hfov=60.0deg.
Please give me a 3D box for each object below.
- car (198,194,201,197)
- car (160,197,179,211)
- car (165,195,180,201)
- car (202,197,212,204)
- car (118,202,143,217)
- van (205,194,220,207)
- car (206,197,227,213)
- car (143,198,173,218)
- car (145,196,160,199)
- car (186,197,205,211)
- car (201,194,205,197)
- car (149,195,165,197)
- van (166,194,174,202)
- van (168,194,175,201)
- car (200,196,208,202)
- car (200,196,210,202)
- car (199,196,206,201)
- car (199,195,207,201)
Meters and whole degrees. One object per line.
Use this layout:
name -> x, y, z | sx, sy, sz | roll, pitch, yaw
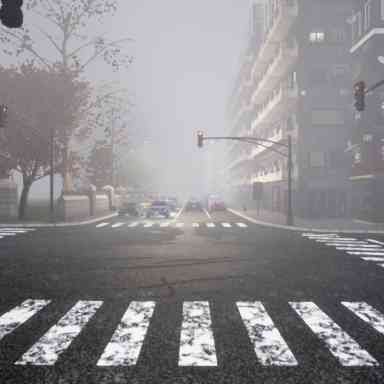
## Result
car -> 2.923, 1.384, 70.277 | 2.192, 1.841, 5.009 | 0, 0, 0
car -> -2.961, 1.624, 40.210 | 1.895, 1.301, 4.718 | 0, 0, 0
car -> -2.912, 1.541, 50.401 | 1.837, 1.490, 4.892 | 0, 0, 0
car -> 2.904, 1.604, 64.646 | 1.887, 1.381, 4.507 | 0, 0, 0
car -> -5.587, 1.580, 30.893 | 1.947, 1.339, 4.313 | 0, 0, 0
van -> 2.831, 1.367, 42.126 | 1.690, 1.788, 3.998 | 0, 0, 0
car -> 2.812, 1.564, 36.495 | 1.887, 1.381, 4.507 | 0, 0, 0
car -> -2.994, 1.540, 30.258 | 1.812, 1.442, 4.674 | 0, 0, 0
car -> -5.550, 1.551, 41.984 | 1.752, 1.417, 4.829 | 0, 0, 0
car -> 0.228, 1.588, 40.394 | 1.994, 1.385, 4.181 | 0, 0, 0
car -> 2.868, 1.481, 53.387 | 1.967, 1.590, 4.097 | 0, 0, 0
car -> -5.531, 1.348, 47.784 | 2.192, 1.841, 5.009 | 0, 0, 0
van -> -5.421, 1.433, 81.565 | 1.690, 1.788, 3.998 | 0, 0, 0
van -> -5.402, 1.446, 87.194 | 1.690, 1.788, 3.998 | 0, 0, 0
car -> 2.959, 1.637, 81.537 | 1.887, 1.381, 4.507 | 0, 0, 0
car -> 2.941, 1.630, 75.907 | 2.008, 1.369, 4.403 | 0, 0, 0
car -> 2.996, 1.702, 92.797 | 1.802, 1.307, 4.206 | 0, 0, 0
car -> 2.978, 1.546, 87.166 | 1.967, 1.590, 4.097 | 0, 0, 0
